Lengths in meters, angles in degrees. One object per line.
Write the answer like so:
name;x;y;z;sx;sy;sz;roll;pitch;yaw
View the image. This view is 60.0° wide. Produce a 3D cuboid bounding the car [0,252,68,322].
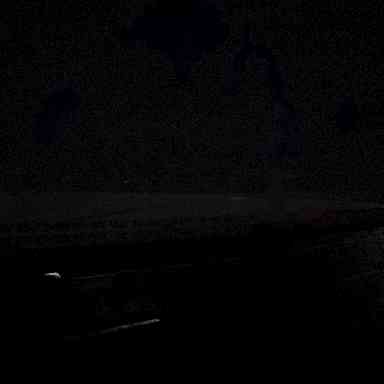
car;-4.593;1.470;5.635;4.674;1.442;1.812;0;0;-29
